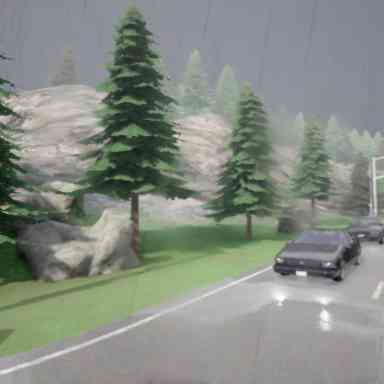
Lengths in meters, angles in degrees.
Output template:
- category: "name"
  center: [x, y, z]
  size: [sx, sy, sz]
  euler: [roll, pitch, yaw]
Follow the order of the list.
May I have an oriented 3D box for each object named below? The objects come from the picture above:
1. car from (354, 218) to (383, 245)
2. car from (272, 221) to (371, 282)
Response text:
- category: "car"
  center: [10.298, 2.231, 19.631]
  size: [1.994, 1.385, 4.181]
  euler: [-2, -3, 35]
- category: "car"
  center: [4.566, 1.956, 11.470]
  size: [2.033, 1.411, 5.357]
  euler: [-2, -3, 35]
